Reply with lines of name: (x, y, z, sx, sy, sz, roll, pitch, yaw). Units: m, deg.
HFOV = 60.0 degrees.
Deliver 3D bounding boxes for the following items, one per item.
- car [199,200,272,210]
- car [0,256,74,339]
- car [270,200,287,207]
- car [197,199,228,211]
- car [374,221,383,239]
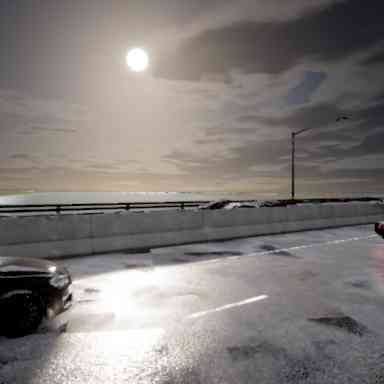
car: (3.110, 1.498, 23.326, 4.674, 1.442, 1.812, 0, 0, -35)
car: (-4.355, 1.492, 4.933, 4.902, 1.511, 2.128, 0, 0, -36)
car: (6.499, 1.455, 29.949, 4.902, 1.511, 2.128, 0, 0, -35)
car: (2.748, 1.472, 31.608, 4.892, 1.490, 1.837, 1, 0, -35)
car: (10.574, 1.572, 15.515, 4.718, 1.301, 1.895, 0, 0, -35)
